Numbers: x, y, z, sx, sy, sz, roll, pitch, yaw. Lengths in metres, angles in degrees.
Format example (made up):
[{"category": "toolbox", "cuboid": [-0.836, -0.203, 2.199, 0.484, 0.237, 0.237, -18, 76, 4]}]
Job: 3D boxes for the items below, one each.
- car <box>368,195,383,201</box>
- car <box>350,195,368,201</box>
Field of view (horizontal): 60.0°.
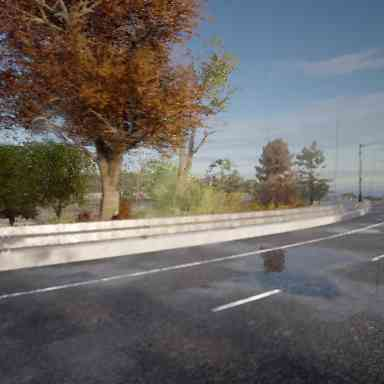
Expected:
[{"category": "car", "cuboid": [43.144, 1.489, 79.455, 1.994, 1.385, 4.181, 0, 0, 4]}, {"category": "car", "cuboid": [39.668, 1.456, 79.868, 1.837, 1.490, 4.892, 0, 0, 4]}]
